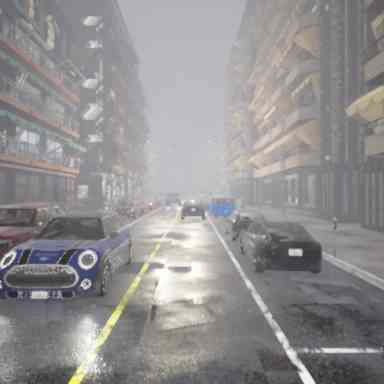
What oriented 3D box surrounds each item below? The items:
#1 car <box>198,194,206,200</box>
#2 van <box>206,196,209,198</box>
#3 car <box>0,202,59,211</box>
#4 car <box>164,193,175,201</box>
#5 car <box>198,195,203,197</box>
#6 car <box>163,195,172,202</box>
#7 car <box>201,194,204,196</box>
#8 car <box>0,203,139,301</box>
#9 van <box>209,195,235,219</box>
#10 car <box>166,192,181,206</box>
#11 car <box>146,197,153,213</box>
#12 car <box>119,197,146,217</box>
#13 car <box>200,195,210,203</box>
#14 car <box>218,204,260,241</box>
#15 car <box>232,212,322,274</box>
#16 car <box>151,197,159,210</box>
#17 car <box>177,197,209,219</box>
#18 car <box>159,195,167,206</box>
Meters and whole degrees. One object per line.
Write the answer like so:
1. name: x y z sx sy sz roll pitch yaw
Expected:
1. car: 2.575 1.296 89.743 2.008 1.369 4.403 1 0 0
2. van: 2.577 1.241 33.035 1.690 1.788 3.998 1 0 0
3. car: -5.303 1.283 10.322 2.192 1.841 5.009 1 0 0
4. car: -5.311 1.089 78.372 2.192 1.841 5.009 1 0 0
5. car: 0.090 1.471 43.303 1.895 1.301 4.718 0 0 0
6. car: -5.311 1.314 72.532 1.752 1.417 4.829 1 0 0
7. car: 2.575 1.375 50.218 1.752 1.417 4.829 1 0 0
8. car: -2.849 1.325 8.457 2.097 1.767 4.553 0 0 0
9. van: 2.577 1.258 27.365 1.690 1.788 3.998 1 0 0
10. car: -2.820 1.072 51.316 2.150 2.045 5.566 0 0 0
11. car: -5.306 1.482 33.006 1.802 1.307 4.206 1 0 0
12. car: -5.304 1.357 27.335 1.967 1.590 4.097 1 0 0
13. car: 2.574 1.385 67.060 1.802 1.307 4.206 1 0 0
14. car: 2.575 1.501 16.023 2.008 1.369 4.403 1 0 0
15. car: 2.574 1.534 10.353 1.947 1.339 4.313 1 0 0
16. car: -5.304 1.323 38.677 1.967 1.590 4.097 1 0 0
17. car: 0.100 1.417 28.245 2.163 1.488 4.792 0 0 0
18. car: -5.305 1.401 50.018 2.008 1.369 4.403 1 0 0
